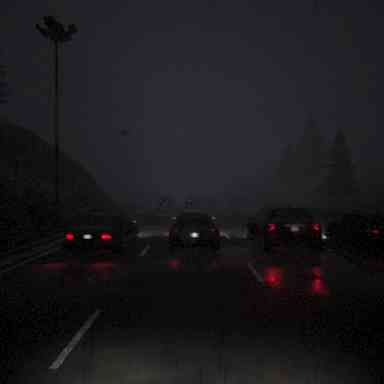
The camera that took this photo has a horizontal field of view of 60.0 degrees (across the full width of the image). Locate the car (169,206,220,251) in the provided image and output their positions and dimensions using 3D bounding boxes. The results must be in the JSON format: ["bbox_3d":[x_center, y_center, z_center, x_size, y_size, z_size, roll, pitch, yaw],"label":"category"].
[{"bbox_3d":[0.092,1.515,13.950,1.994,1.385,4.181,0,0,0],"label":"car"}]

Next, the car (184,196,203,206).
[{"bbox_3d":[-0.046,1.334,44.886,2.128,1.511,4.902,0,0,-3],"label":"car"}]

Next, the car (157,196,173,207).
[{"bbox_3d":[-3.801,1.340,47.162,1.837,1.490,4.892,1,0,-6],"label":"car"}]

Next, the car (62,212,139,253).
[{"bbox_3d":[-3.407,1.500,13.338,2.033,1.411,5.357,0,0,0],"label":"car"}]

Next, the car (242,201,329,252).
[{"bbox_3d":[3.592,1.303,13.723,2.097,1.767,4.553,0,0,0],"label":"car"}]

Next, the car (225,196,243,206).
[{"bbox_3d":[6.447,1.328,50.682,1.837,1.490,4.892,1,0,-8],"label":"car"}]

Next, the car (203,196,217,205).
[{"bbox_3d":[2.503,1.379,52.768,1.994,1.385,4.181,0,0,-12],"label":"car"}]

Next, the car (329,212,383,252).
[{"bbox_3d":[7.093,1.516,13.581,1.994,1.385,4.181,0,0,0],"label":"car"}]
